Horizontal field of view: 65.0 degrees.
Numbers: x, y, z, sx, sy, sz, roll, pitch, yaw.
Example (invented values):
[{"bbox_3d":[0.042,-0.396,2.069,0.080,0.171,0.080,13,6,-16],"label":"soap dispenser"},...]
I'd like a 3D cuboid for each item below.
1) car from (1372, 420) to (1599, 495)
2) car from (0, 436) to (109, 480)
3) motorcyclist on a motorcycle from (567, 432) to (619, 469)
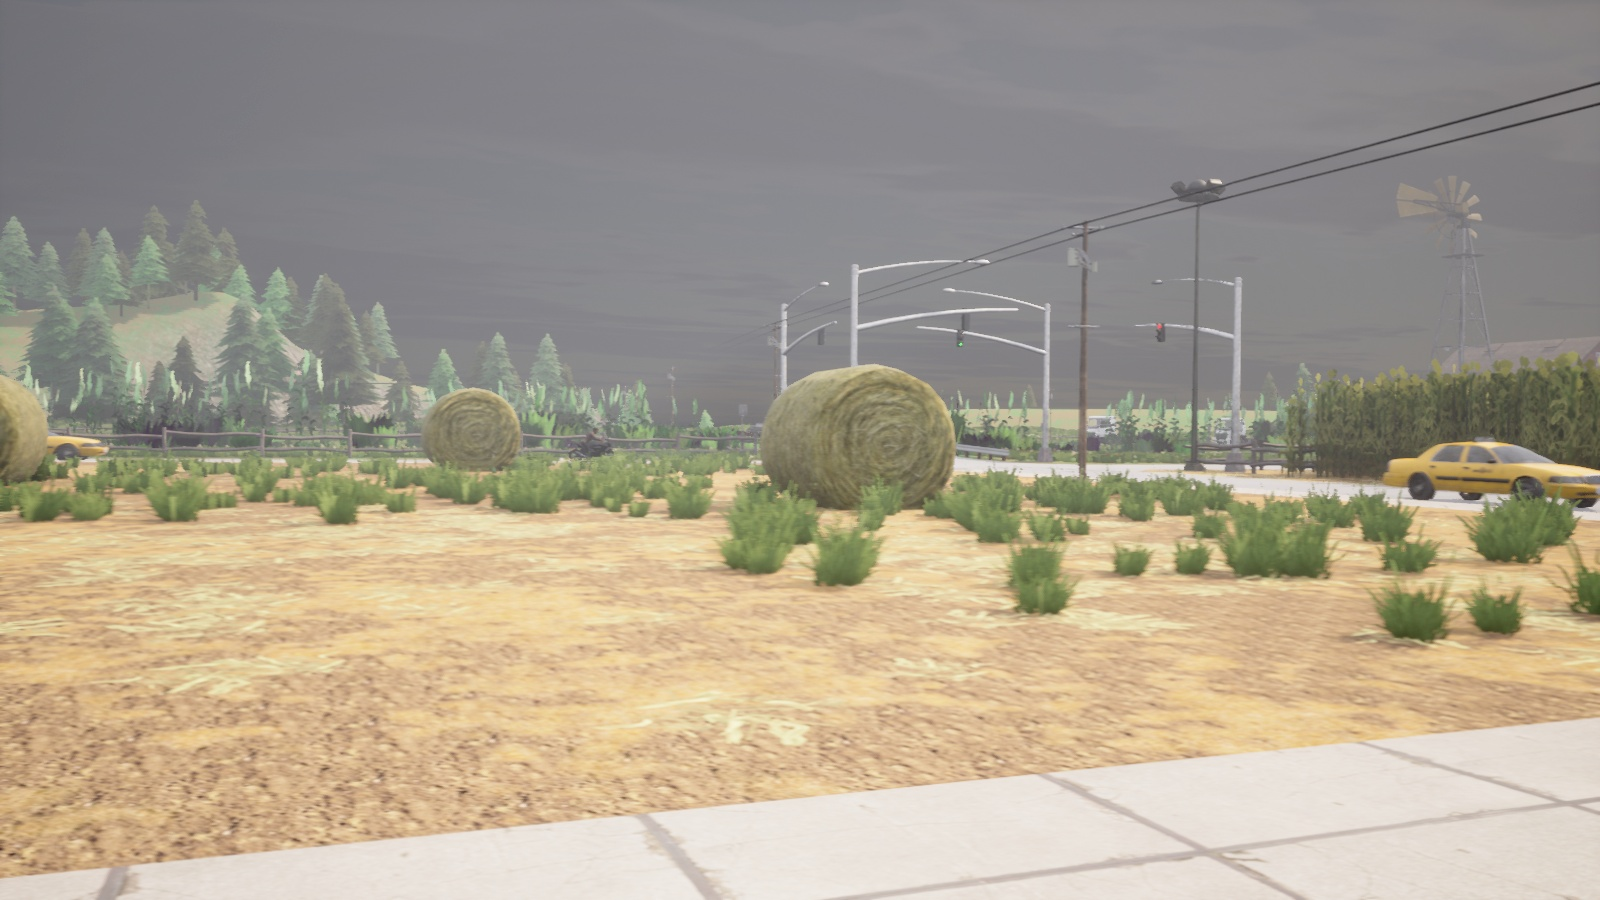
[{"bbox_3d":[16.148,0.112,29.352,1.801,1.575,5.366,-1,1,-20],"label":"car"},{"bbox_3d":[-28.906,0.282,46.657,5.366,1.575,1.801,-1,1,-17],"label":"car"},{"bbox_3d":[-8.711,0.007,52.817,2.044,1.523,0.797,-1,1,-17],"label":"motorcyclist on a motorcycle"}]
